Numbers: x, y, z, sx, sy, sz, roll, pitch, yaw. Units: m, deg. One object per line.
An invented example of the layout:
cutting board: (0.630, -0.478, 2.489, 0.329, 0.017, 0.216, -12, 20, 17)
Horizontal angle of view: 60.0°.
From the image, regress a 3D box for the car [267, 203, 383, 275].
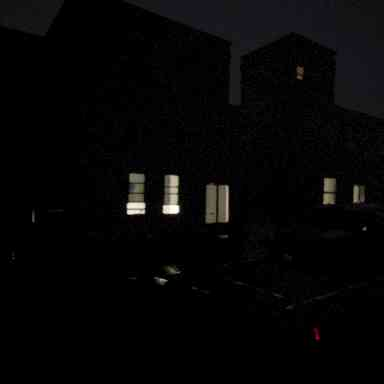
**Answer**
car: (4.435, 1.295, 9.698, 5.009, 1.841, 2.192, 0, 1, -35)

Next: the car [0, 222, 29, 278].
car: (-4.369, 1.319, 3.420, 5.009, 1.841, 2.192, 0, 1, -35)

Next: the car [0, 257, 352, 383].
car: (-0.670, 1.562, 2.899, 4.181, 1.385, 1.994, 0, 0, -35)
